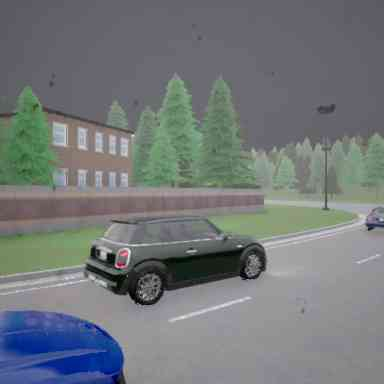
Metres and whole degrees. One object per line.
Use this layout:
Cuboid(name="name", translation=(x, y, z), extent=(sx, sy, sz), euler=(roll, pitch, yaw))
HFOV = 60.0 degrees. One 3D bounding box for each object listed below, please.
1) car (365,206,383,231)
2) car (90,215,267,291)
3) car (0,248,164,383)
Cuboid(name="car", translation=(11.906, 1.548, 19.961), extent=(2.033, 1.411, 5.357), euler=(0, 0, 40))
Cuboid(name="car", translation=(-0.203, 1.351, 8.292), extent=(4.553, 1.767, 2.097), euler=(0, 0, -38))
Cuboid(name="car", translation=(-2.828, 1.477, 1.900), extent=(5.008, 1.535, 1.882), euler=(0, 0, -35))
